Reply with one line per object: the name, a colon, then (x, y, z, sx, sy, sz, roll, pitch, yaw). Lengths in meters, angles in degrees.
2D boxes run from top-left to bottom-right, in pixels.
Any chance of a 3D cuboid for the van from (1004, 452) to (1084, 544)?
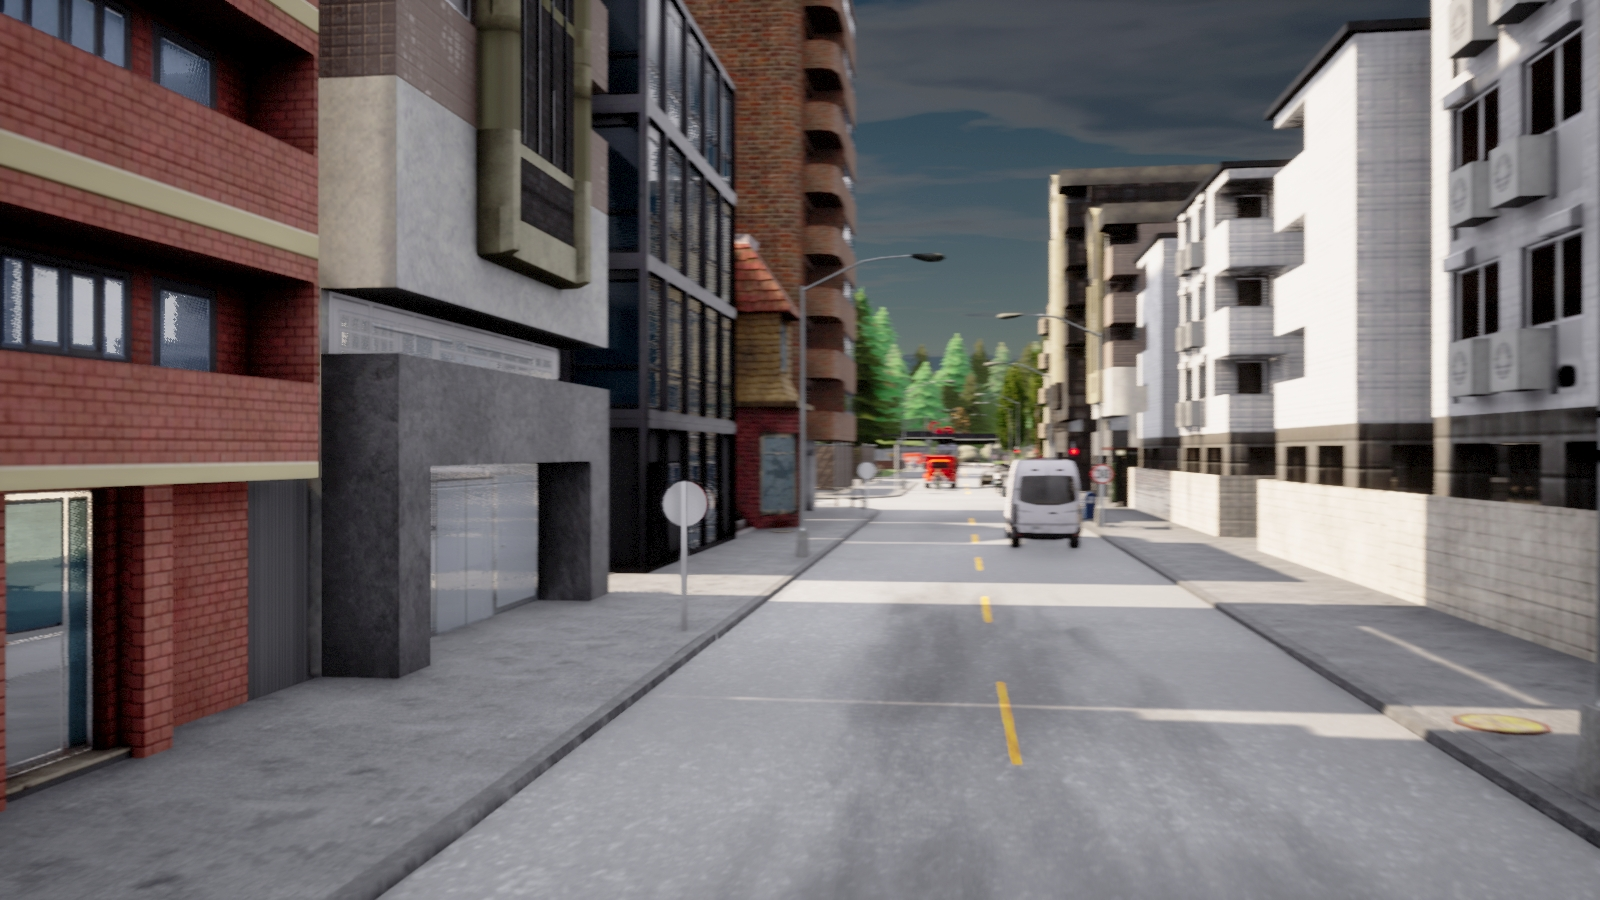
van: (7.364, 1.349, 35.000, 1.988, 2.561, 5.915, 0, 0, 8)
